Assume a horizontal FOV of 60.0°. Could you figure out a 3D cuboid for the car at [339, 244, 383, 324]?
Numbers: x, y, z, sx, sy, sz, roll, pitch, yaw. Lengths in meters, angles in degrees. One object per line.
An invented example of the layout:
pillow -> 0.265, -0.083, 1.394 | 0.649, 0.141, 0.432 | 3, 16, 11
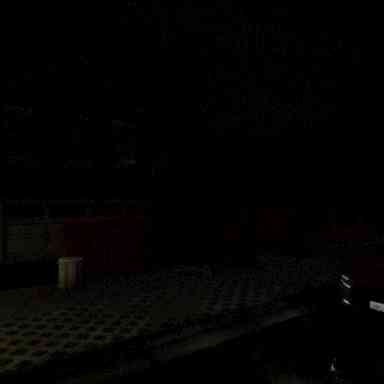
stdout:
car -> 4.877, 1.477, 6.539 | 5.008, 1.535, 1.882 | 0, 0, -35
